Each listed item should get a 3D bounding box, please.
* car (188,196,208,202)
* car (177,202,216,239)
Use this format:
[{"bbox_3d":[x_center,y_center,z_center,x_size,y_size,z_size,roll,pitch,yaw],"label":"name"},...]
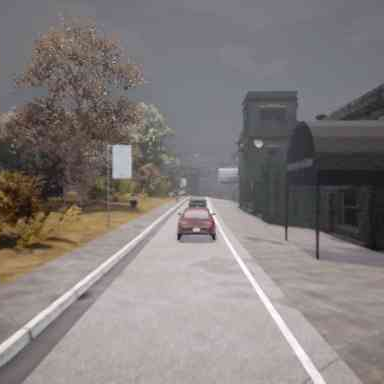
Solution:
[{"bbox_3d":[0.603,1.163,35.069,1.837,1.490,4.892,0,1,2],"label":"car"},{"bbox_3d":[0.233,1.482,16.981,1.812,1.442,4.674,0,1,1],"label":"car"}]
